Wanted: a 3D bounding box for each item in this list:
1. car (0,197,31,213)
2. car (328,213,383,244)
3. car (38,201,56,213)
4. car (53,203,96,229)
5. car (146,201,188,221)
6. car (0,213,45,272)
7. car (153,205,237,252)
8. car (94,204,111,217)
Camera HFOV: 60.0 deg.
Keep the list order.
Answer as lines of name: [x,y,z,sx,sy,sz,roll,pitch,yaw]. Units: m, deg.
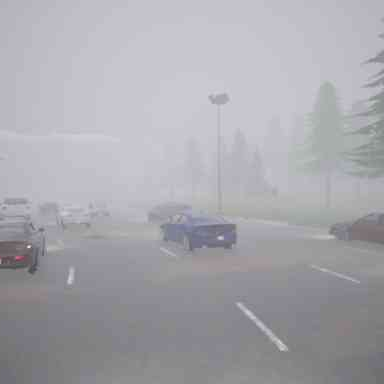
car: [-15.264,1.470,28.830,2.150,2.045,5.566,0,0,-29]
car: [8.221,1.552,13.798,2.033,1.411,5.357,0,0,-20]
car: [-16.467,1.807,38.289,1.837,1.490,4.892,0,0,-29]
car: [-8.404,1.699,23.499,1.812,1.442,4.674,0,0,-28]
car: [-2.149,1.706,26.688,1.994,1.385,4.181,0,0,-28]
car: [-5.800,1.619,10.586,1.812,1.442,4.674,0,0,-21]
car: [0.074,1.546,14.423,1.882,1.535,5.008,0,0,-23]
car: [-9.586,1.827,33.033,1.895,1.301,4.718,0,0,-29]
